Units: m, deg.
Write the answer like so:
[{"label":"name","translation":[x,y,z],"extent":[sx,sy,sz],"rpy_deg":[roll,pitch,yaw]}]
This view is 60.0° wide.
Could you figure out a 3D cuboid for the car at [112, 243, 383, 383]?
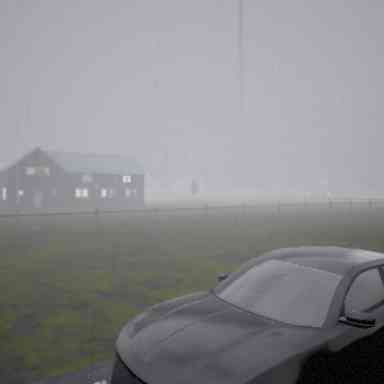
[{"label":"car","translation":[1.512,1.478,4.152],"extent":[5.008,1.535,1.882],"rpy_deg":[0,0,-36]}]
